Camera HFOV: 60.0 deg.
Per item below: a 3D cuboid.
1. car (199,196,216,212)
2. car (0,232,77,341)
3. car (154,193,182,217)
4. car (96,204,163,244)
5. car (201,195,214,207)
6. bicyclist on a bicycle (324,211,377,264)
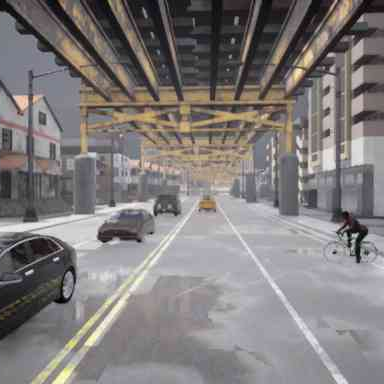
[{"bbox_3d":[1.771,1.374,38.174,1.882,1.535,5.008,0,1,3],"label":"car"},{"bbox_3d":[-3.473,1.502,5.411,1.837,1.490,4.892,0,0,2],"label":"car"},{"bbox_3d":[-2.215,1.167,31.098,2.150,2.045,5.566,0,0,3],"label":"car"},{"bbox_3d":[-2.952,1.539,16.209,2.033,1.411,5.357,0,0,3],"label":"car"},{"bbox_3d":[2.237,1.294,48.590,1.837,1.490,4.892,0,1,3],"label":"car"},{"bbox_3d":[4.927,1.428,10.343,1.656,1.620,0.582,0,0,3],"label":"bicyclist on a bicycle"}]
